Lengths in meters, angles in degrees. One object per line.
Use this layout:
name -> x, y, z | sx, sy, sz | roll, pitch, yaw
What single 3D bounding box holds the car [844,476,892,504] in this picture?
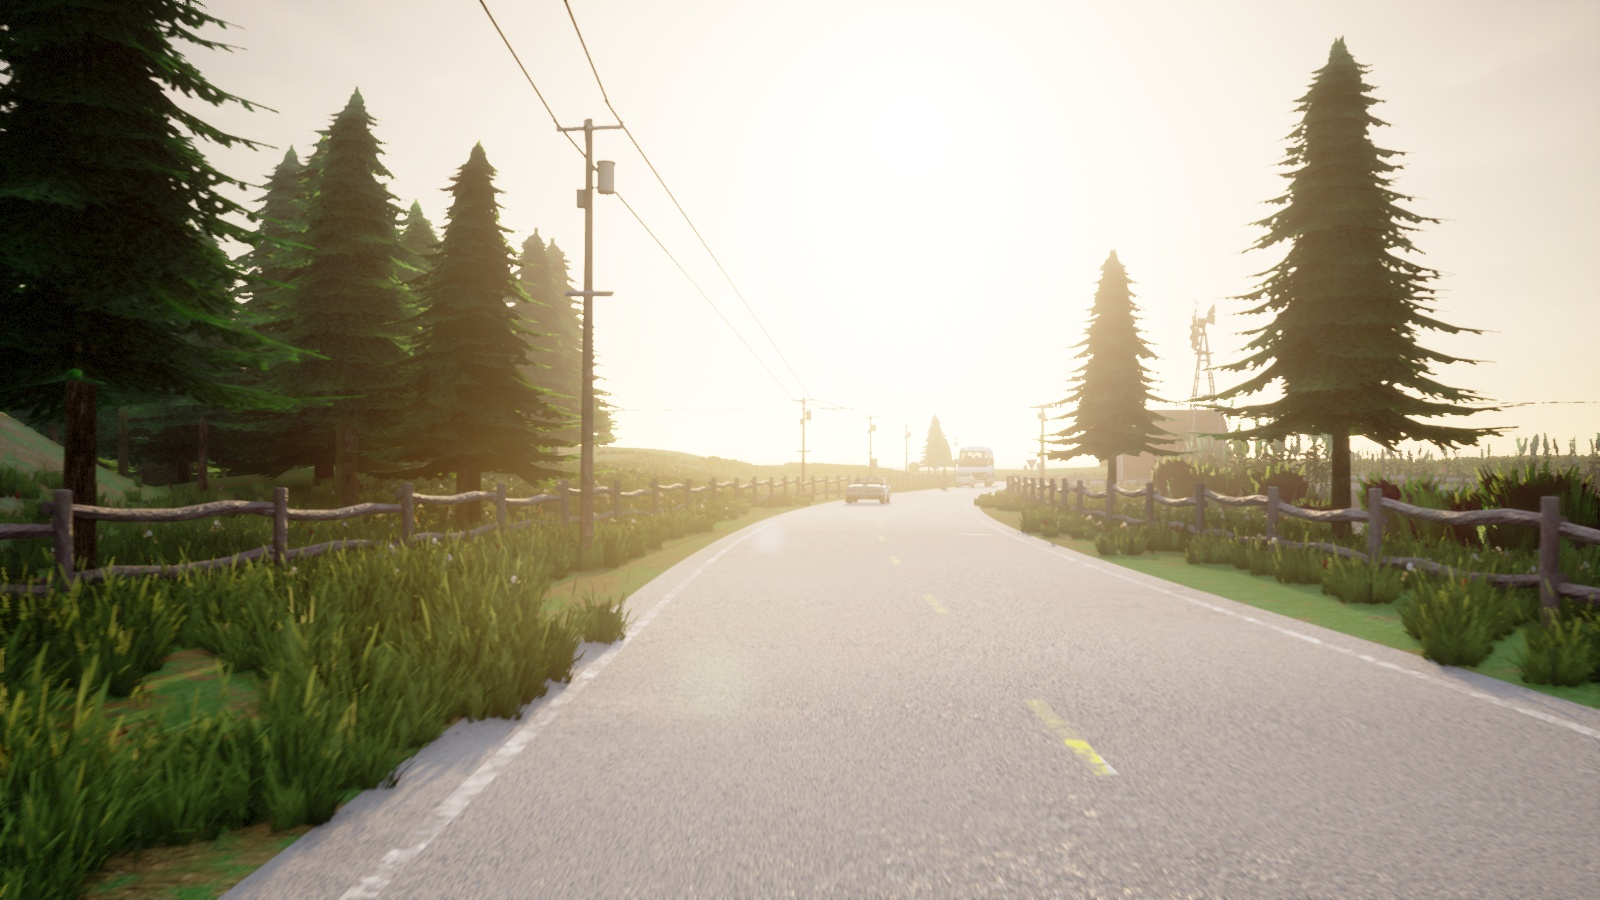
car -> 3.355, 1.925, 61.116 | 1.895, 1.301, 4.718 | 0, -1, 8
